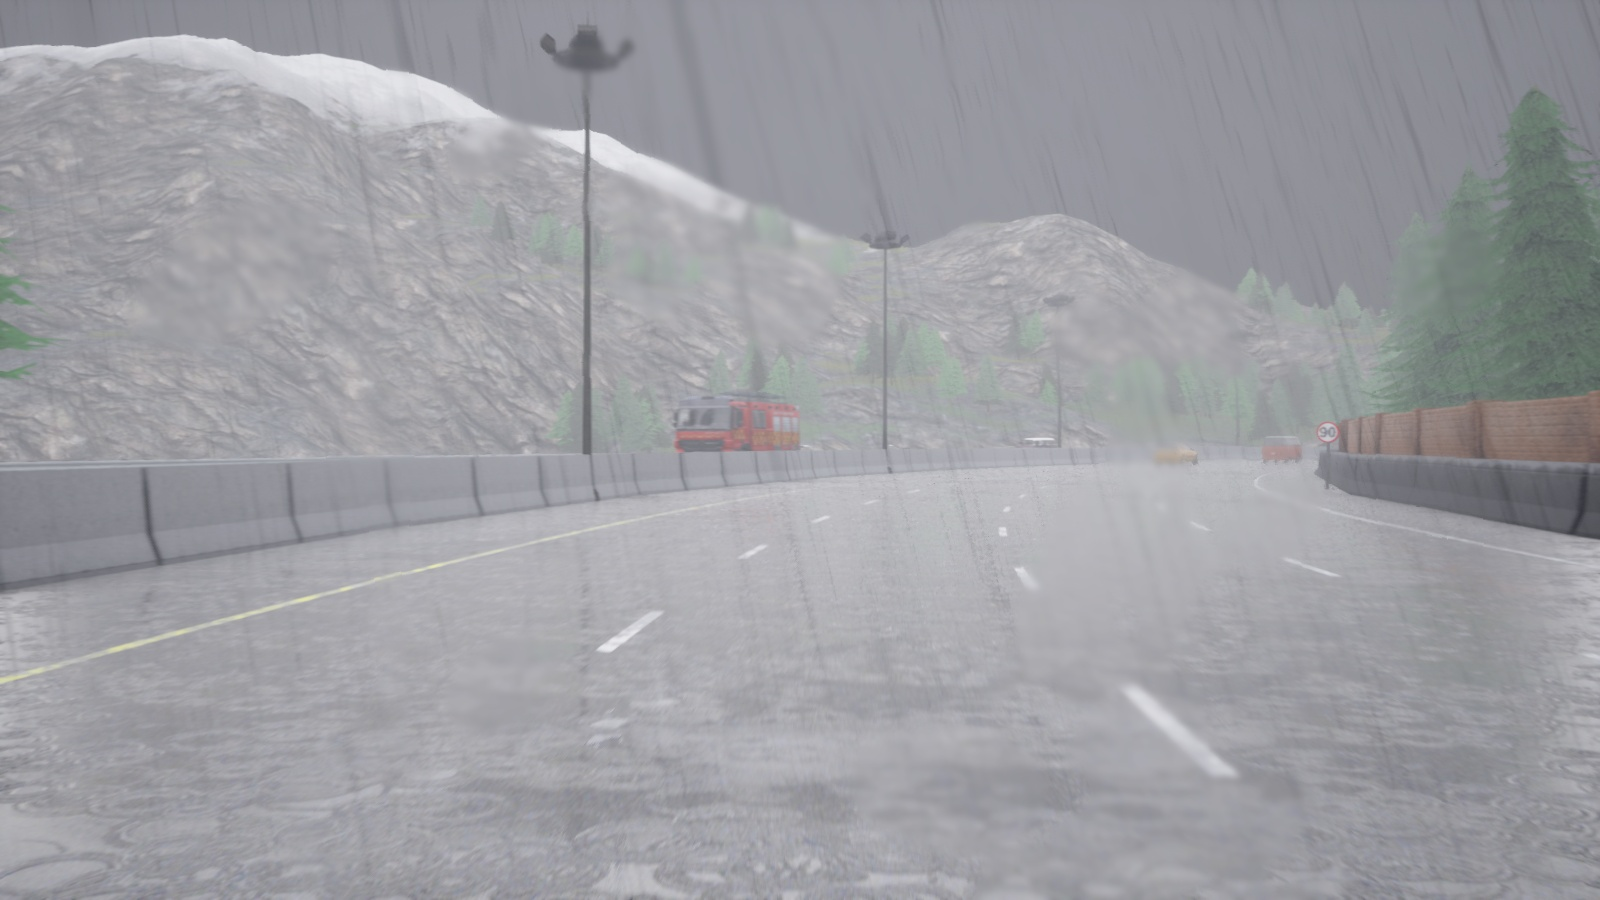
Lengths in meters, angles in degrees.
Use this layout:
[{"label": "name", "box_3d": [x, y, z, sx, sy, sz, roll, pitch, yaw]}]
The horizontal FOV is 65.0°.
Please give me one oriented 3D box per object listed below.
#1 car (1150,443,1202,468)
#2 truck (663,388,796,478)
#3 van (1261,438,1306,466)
[{"label": "car", "box_3d": [24.494, 0.314, 81.595, 1.801, 1.575, 5.366, 1, 0, 33]}, {"label": "truck", "box_3d": [-3.074, -0.754, 58.161, 2.891, 3.827, 8.468, 0, 0, 21]}, {"label": "van", "box_3d": [34.571, 0.117, 89.712, 1.775, 1.987, 4.442, 0, 0, 38]}]
